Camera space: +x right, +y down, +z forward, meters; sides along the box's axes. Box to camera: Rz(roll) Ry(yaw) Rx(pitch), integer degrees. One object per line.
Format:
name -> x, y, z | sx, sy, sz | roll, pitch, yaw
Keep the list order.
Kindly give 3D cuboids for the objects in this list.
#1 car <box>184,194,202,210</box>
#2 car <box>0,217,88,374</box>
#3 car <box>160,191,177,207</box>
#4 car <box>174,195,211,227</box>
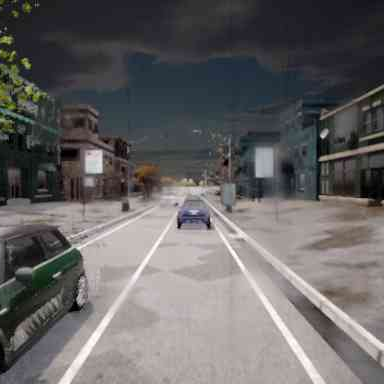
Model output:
car -> 0.113, 1.121, 39.858 | 2.097, 1.767, 4.553 | 0, 1, 0
car -> -3.098, 1.350, 4.653 | 2.097, 1.767, 4.553 | 0, 0, 0
car -> -3.070, 0.934, 44.976 | 2.150, 2.045, 5.566 | 0, 1, 0
car -> 0.107, 1.283, 22.181 | 2.097, 1.767, 4.553 | 0, 0, 0
